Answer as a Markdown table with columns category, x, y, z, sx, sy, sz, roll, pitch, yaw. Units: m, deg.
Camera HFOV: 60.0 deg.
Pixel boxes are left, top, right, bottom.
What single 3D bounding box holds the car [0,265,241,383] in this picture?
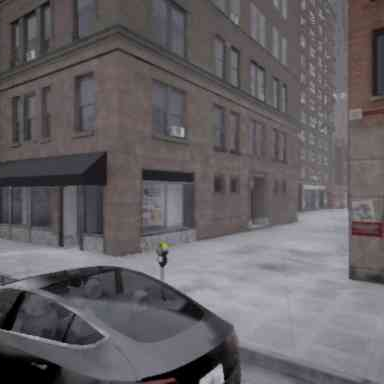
| category | x | y | z | sx | sy | sz | roll | pitch | yaw |
| --- | --- | --- | --- | --- | --- | --- | --- | --- | --- |
| car | -1.528 | 1.563 | 3.901 | 4.313 | 1.339 | 1.947 | 0 | 0 | 36 |
